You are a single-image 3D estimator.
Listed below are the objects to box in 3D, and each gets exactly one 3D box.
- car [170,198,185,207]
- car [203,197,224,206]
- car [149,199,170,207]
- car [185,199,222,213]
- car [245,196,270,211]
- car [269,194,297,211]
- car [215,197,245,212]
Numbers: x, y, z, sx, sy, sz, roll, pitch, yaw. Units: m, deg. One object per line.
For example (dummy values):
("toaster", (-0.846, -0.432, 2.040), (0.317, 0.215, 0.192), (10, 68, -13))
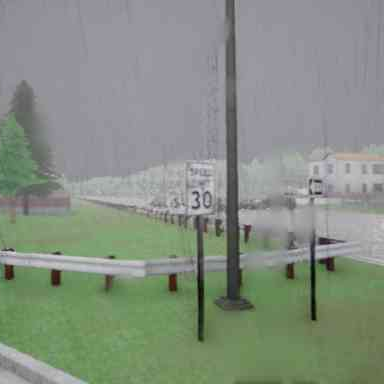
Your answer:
("car", (-2.426, 1.765, 56.409), (1.994, 1.385, 4.181), (-1, 0, -21))
("car", (3.760, 1.621, 59.801), (1.882, 1.535, 5.008), (-1, 0, -21))
("car", (-5.719, 1.797, 55.220), (1.994, 1.385, 4.181), (-1, 0, -21))
("car", (1.207, 1.703, 37.588), (1.895, 1.301, 4.718), (-1, 0, -21))
("car", (7.265, 1.573, 41.270), (1.812, 1.442, 4.674), (-1, 0, -22))
("car", (10.778, 1.232, 41.932), (2.150, 2.045, 5.566), (-1, 0, -21))
("car", (4.030, 1.604, 39.936), (1.812, 1.442, 4.674), (-1, 0, -22))
